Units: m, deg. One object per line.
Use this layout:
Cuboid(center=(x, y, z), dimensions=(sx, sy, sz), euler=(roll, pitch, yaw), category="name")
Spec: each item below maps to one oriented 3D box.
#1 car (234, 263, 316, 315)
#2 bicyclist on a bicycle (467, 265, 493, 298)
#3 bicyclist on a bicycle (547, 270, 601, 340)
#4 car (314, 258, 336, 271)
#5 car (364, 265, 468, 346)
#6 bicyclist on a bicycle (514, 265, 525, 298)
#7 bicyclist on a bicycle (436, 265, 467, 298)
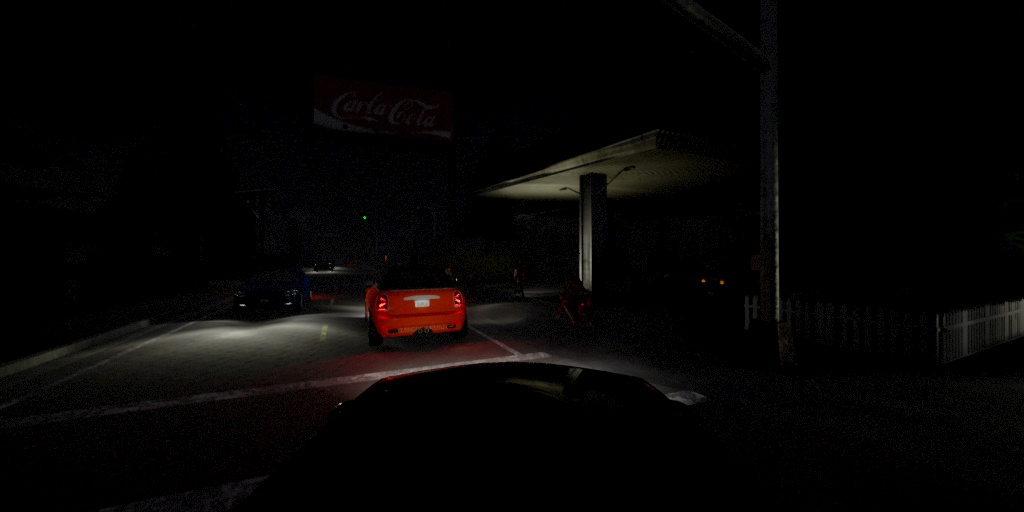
Cuboid(center=(-8.797, 1.167, 13.542), dimensions=(1.882, 1.535, 5.008), euler=(1, -1, -24), category="car")
Cuboid(center=(-1.741, 1.279, 17.884), dimensions=(1.656, 1.620, 0.582), euler=(1, 0, -23), category="bicyclist on a bicycle")
Cuboid(center=(1.504, 1.183, 8.866), dimensions=(0.582, 1.620, 1.656), euler=(3, -2, -44), category="bicyclist on a bicycle")
Cuboid(center=(-24.452, 1.030, 46.596), dimensions=(2.097, 1.767, 4.553), euler=(0, 0, -25), category="car")
Cuboid(center=(-2.722, 1.011, 9.456), dimensions=(2.097, 1.767, 4.553), euler=(0, 0, -23), category="car")
Cuboid(center=(0.364, 1.280, 18.051), dimensions=(0.582, 1.620, 1.656), euler=(0, 0, 15), category="bicyclist on a bicycle")
Cuboid(center=(-3.014, 1.249, 16.470), dimensions=(1.656, 1.620, 0.582), euler=(1, 0, 36), category="bicyclist on a bicycle")
